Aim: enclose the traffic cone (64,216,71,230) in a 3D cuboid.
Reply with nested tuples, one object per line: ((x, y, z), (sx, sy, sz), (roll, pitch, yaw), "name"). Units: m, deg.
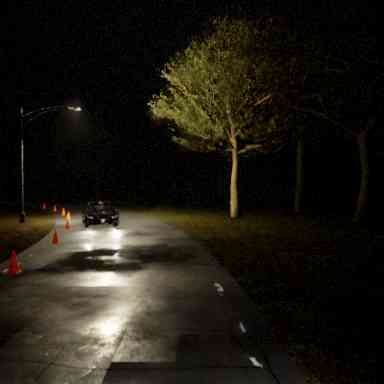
((-6.821, 1.746, 18.260), (0.340, 0.580, 0.340), (0, 1, -17), "traffic cone")

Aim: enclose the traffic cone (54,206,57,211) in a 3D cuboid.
((-12.854, 1.522, 31.225), (0.340, 0.580, 0.340), (-1, 1, -33), "traffic cone")

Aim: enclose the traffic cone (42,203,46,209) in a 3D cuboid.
((-15.601, 1.454, 35.136), (0.340, 0.580, 0.340), (-1, 1, -38), "traffic cone")

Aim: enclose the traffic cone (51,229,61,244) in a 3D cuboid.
((-5.598, 1.812, 13.641), (0.340, 0.580, 0.340), (0, 1, -12), "traffic cone")

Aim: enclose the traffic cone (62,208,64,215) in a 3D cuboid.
((-10.463, 1.595, 27.087), (0.340, 0.580, 0.340), (-1, 1, -27), "traffic cone")

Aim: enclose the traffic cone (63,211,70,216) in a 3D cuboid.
((-8.447, 1.672, 22.754), (0.340, 0.580, 0.340), (-1, 1, -22), "traffic cone")

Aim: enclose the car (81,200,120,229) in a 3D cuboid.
((-5.587, 1.260, 20.174), (1.837, 1.490, 4.892), (0, 1, -20), "car")

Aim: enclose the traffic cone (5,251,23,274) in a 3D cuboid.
((-4.787, 1.870, 8.931), (0.340, 0.580, 0.340), (0, 1, -7), "traffic cone")
